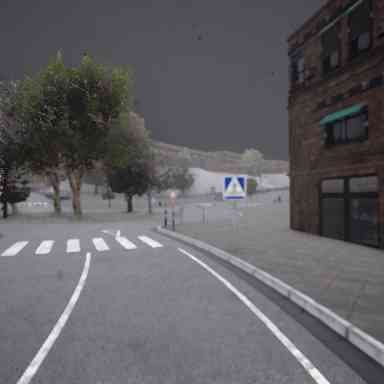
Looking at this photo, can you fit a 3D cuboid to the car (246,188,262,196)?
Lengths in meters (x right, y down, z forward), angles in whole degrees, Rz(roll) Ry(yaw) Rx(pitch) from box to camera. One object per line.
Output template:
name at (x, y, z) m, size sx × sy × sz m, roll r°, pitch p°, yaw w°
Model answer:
car at (16.361, 0.092, 93.521) m, size 4.674 × 1.452 × 2.002 m, roll -3°, pitch 2°, yaw 18°

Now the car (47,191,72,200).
car at (-31.190, 1.270, 79.889) m, size 2.097 × 1.535 × 5.008 m, roll 5°, pitch 3°, yaw 38°

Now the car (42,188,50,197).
car at (-34.378, 0.634, 84.918) m, size 2.435 × 2.045 × 5.566 m, roll 5°, pitch 3°, yaw 38°

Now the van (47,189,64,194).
van at (-32.700, 0.851, 82.507) m, size 1.878 × 1.987 × 4.442 m, roll 5°, pitch 3°, yaw 38°
